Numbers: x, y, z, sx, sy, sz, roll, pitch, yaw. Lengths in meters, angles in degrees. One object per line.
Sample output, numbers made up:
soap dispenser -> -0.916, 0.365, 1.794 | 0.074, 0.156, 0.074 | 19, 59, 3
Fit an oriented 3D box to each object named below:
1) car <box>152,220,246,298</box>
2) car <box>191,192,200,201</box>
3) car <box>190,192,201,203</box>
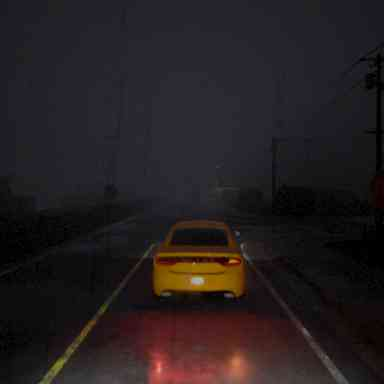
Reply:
car -> 0.233, 1.459, 8.512 | 1.882, 1.535, 5.008 | 0, 0, 3
car -> 0.827, 0.940, 76.360 | 2.150, 2.045, 5.566 | 0, 0, 1
car -> 0.712, 1.363, 65.911 | 1.837, 1.490, 4.892 | 0, 0, 1
